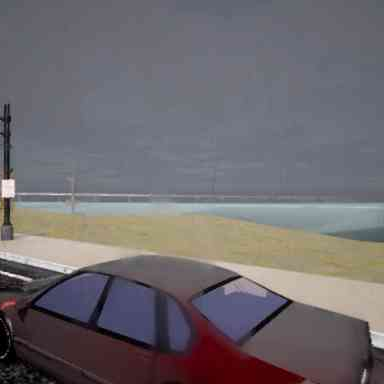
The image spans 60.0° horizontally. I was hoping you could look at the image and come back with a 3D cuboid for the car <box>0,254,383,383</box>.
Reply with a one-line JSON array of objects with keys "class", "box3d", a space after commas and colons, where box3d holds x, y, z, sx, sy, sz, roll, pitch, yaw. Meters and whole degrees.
[{"class": "car", "box3d": [-0.664, 1.552, 4.159, 5.357, 1.411, 2.033, 0, 0, 35]}]
